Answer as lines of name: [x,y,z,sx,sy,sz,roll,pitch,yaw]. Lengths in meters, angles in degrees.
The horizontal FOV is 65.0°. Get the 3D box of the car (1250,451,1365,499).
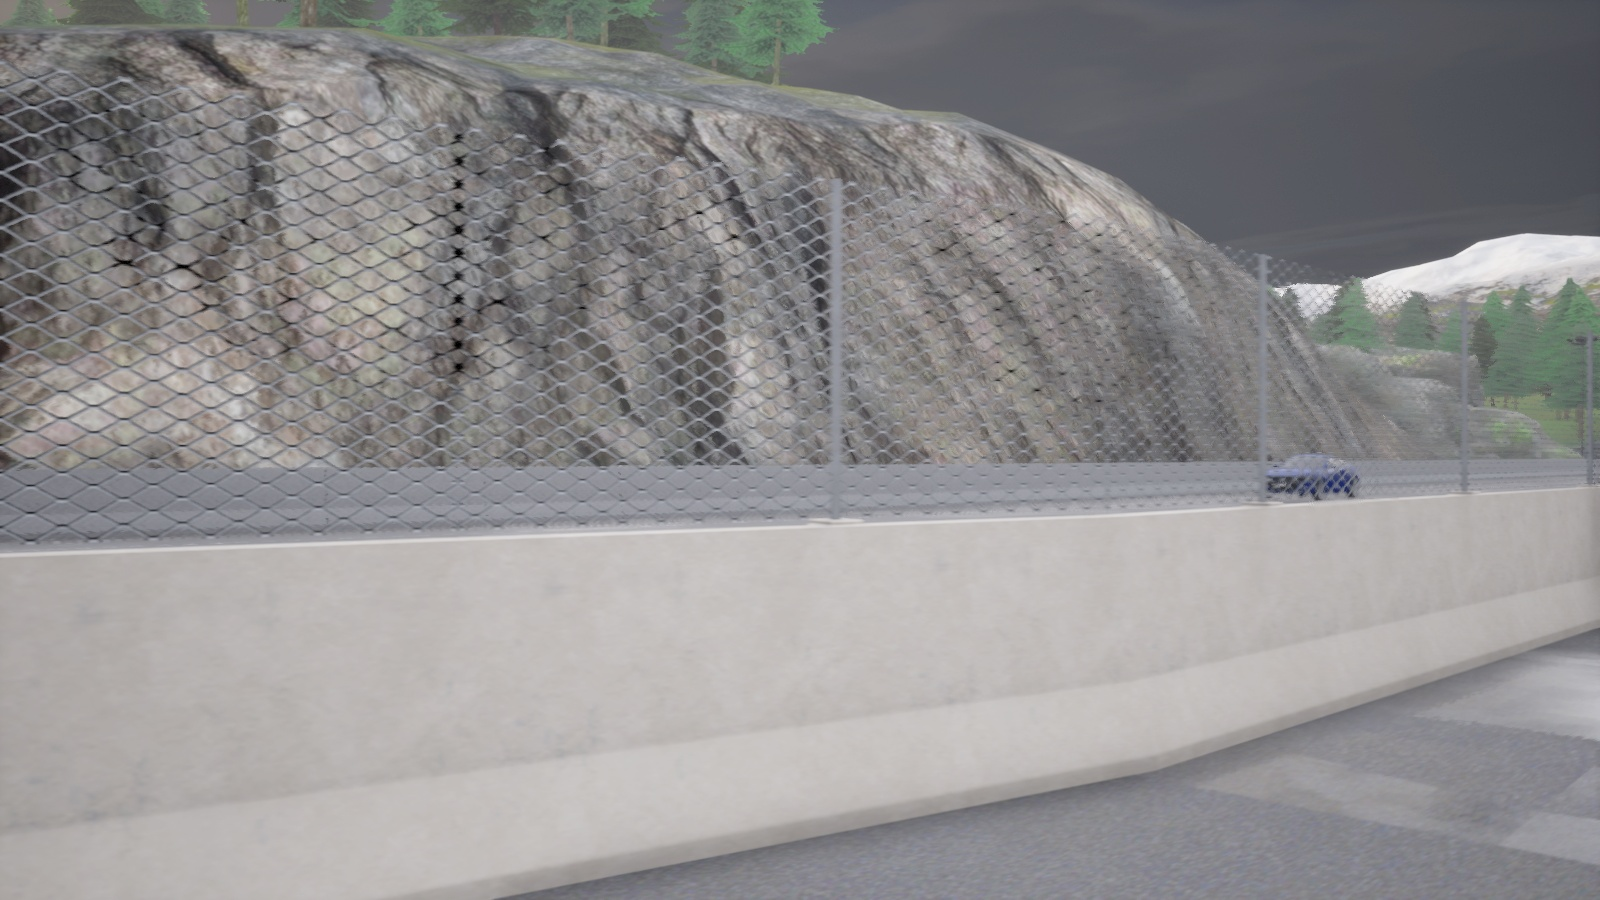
car: [17.072,0.797,42.112,1.882,1.535,5.008,0,0,43]
